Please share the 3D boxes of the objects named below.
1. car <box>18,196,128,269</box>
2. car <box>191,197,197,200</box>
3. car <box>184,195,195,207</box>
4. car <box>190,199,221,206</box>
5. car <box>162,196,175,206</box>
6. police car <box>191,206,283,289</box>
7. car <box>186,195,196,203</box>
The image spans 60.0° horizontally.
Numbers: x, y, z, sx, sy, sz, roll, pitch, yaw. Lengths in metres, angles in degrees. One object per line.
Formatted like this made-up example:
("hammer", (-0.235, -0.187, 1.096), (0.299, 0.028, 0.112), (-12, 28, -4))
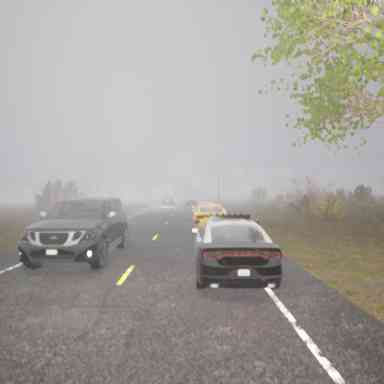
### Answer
("car", (-3.625, 1.190, 11.336), (2.150, 2.045, 5.566), (0, 0, 0))
("car", (0.994, 1.384, 25.304), (1.801, 1.575, 5.366), (0, 0, 0))
("car", (-0.069, 1.390, 47.653), (1.812, 1.442, 4.674), (0, 0, 1))
("car", (1.008, 1.424, 19.113), (1.882, 1.535, 5.008), (0, 0, 0))
("car", (-3.700, 1.342, 52.378), (2.128, 1.511, 4.902), (0, 0, 0))
("police car", (1.030, 1.399, 9.221), (1.930, 1.638, 5.238), (0, 0, 0))
("car", (-0.139, 1.324, 63.321), (1.837, 1.490, 4.892), (0, 0, 0))
